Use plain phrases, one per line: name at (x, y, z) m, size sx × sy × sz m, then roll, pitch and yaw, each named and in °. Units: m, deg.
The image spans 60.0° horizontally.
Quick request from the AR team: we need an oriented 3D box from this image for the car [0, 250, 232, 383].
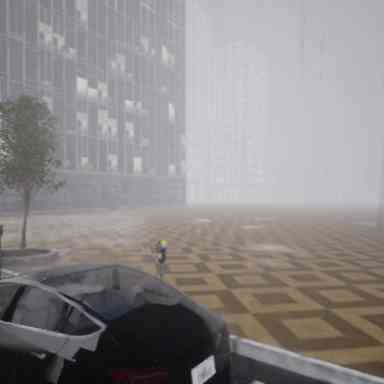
car at (-1.596, 1.542, 4.020) m, size 4.313 × 1.339 × 1.947 m, roll 0°, pitch -1°, yaw 35°
